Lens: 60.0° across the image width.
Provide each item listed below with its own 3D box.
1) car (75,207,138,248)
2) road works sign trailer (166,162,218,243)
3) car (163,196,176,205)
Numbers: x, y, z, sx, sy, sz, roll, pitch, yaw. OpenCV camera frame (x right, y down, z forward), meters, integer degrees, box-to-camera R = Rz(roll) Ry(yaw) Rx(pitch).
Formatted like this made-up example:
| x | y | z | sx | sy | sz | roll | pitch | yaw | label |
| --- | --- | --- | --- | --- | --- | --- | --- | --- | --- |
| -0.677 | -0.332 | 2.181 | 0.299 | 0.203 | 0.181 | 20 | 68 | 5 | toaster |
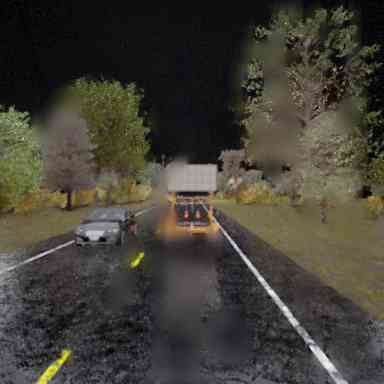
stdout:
| x | y | z | sx | sy | sz | roll | pitch | yaw | label |
| --- | --- | --- | --- | --- | --- | --- | --- | --- | --- |
| -3.598 | 1.432 | 14.679 | 2.128 | 1.511 | 4.902 | 0 | 0 | 0 | car |
| 0.007 | 0.401 | 15.641 | 2.380 | 3.560 | 2.880 | 0 | 0 | 0 | road works sign trailer |
| -3.560 | 1.310 | 53.671 | 1.882 | 1.535 | 5.008 | 0 | 0 | 0 | car |
